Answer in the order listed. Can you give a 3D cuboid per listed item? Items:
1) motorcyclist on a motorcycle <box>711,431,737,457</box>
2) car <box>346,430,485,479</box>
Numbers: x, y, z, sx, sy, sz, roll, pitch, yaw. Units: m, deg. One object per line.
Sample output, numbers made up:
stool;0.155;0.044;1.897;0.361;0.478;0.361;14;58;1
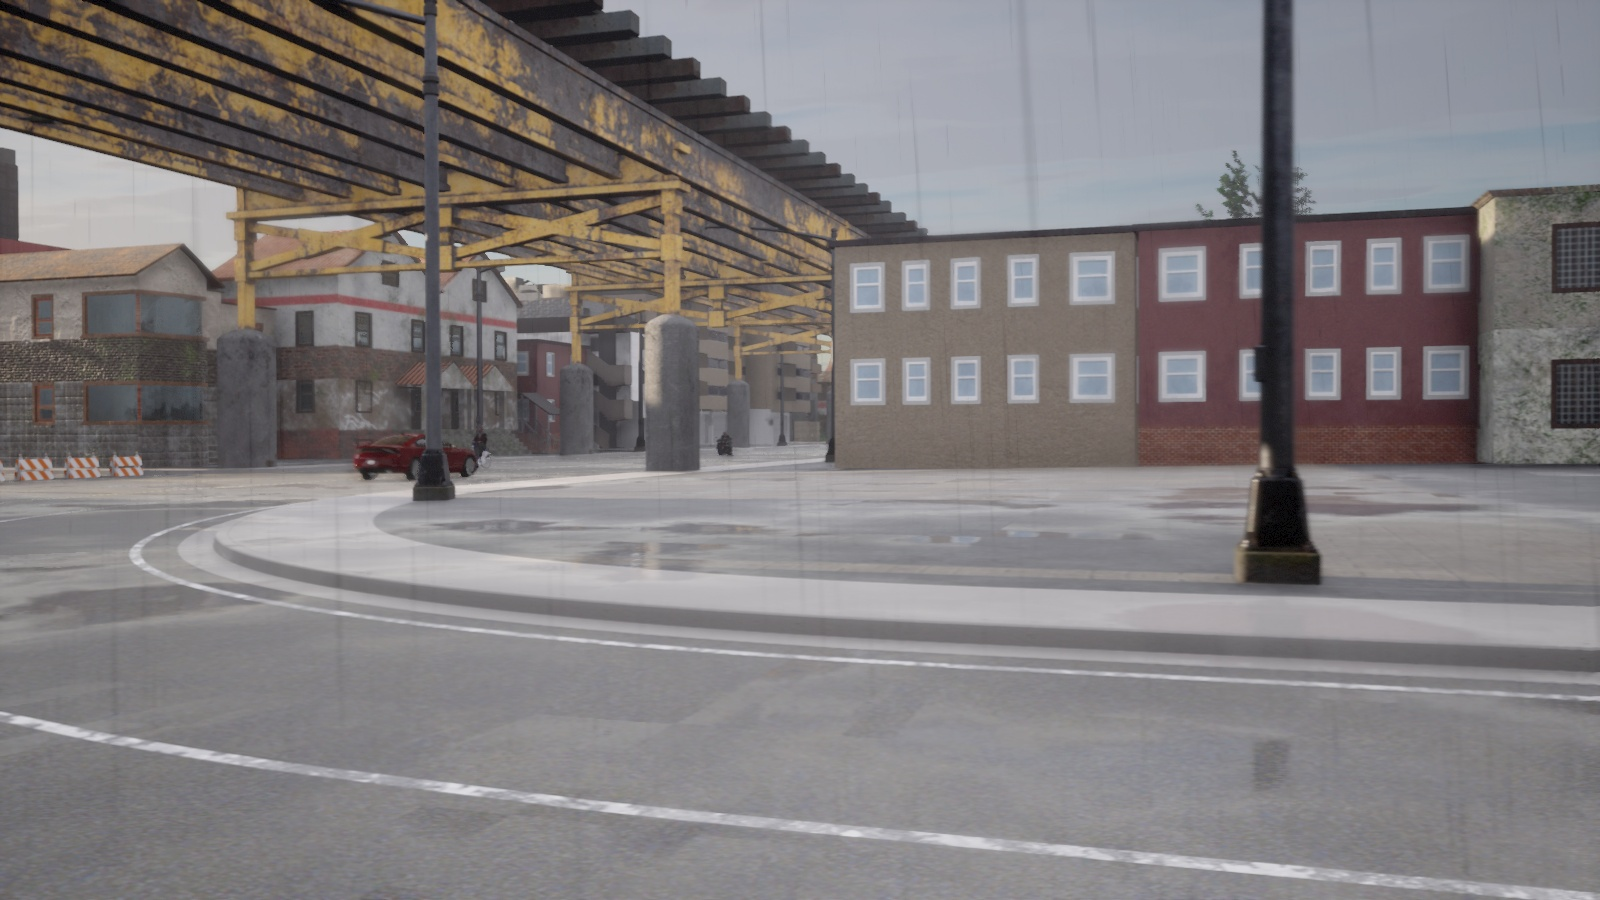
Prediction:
motorcyclist on a motorcycle;-4.668;-0.381;77.534;0.866;1.530;2.191;1;1;18
car;-12.679;0.095;41.814;1.882;1.535;5.008;1;1;18
